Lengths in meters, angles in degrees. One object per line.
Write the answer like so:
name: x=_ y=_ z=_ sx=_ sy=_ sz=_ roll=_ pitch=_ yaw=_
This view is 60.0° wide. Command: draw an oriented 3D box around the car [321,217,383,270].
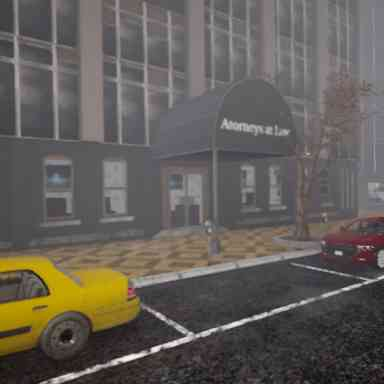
car: x=6.056 y=1.507 z=10.895 sx=4.507 sy=1.381 sz=1.887 roll=0 pitch=-1 yaw=-35

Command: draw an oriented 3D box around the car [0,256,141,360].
car: x=-3.094 y=1.526 z=4.368 sx=4.829 sy=1.417 sz=1.752 roll=0 pitch=-1 yaw=-35
